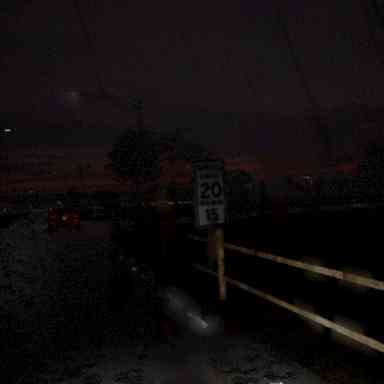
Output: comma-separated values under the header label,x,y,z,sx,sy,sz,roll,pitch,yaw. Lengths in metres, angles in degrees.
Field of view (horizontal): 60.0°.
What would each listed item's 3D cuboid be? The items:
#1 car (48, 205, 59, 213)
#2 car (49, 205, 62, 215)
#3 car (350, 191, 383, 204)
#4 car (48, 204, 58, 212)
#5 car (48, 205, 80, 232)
label,x,y,z,sx,sy,sz,roll,pitch,yaw
car,-27.982,3.447,67.177,1.895,1.301,4.718,-3,-1,-23
car,-23.077,2.998,56.077,1.812,1.442,4.674,-3,0,-23
car,21.392,0.627,40.317,4.892,1.490,1.837,-2,0,-23
car,-32.054,3.675,76.587,2.128,1.511,4.902,-3,-1,-23
car,-9.832,1.911,25.419,2.097,1.767,4.553,-3,0,-23
